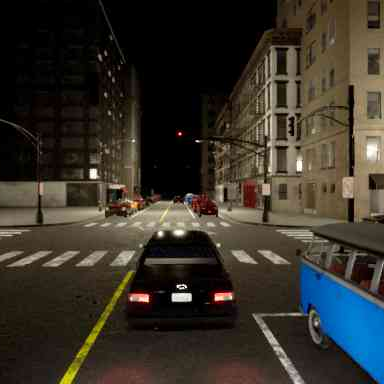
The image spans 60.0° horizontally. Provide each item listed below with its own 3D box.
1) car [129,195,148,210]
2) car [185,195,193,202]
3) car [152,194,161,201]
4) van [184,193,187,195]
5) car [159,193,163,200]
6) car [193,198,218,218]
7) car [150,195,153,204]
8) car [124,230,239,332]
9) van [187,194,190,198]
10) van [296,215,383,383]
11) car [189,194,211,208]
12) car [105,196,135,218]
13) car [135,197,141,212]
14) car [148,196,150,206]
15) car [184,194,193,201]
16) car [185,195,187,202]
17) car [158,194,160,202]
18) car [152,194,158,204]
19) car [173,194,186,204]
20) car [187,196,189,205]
[{"bbox_3d":[-7.094,1.315,41.010,2.192,1.841,5.009,0,0,-2],"label":"car"},{"bbox_3d":[-0.704,1.514,79.355,1.752,1.417,4.829,0,0,-2],"label":"car"},{"bbox_3d":[-8.946,1.427,84.246,1.967,1.590,4.097,0,0,-2],"label":"car"},{"bbox_3d":[-0.465,1.331,73.780,1.690,1.788,3.998,0,0,-2],"label":"van"},{"bbox_3d":[-8.715,1.304,78.842,2.192,1.841,5.009,0,0,-2],"label":"car"},{"bbox_3d":[1.386,1.545,30.544,1.887,1.381,4.507,0,0,-2],"label":"car"},{"bbox_3d":[-7.557,1.564,51.819,1.947,1.339,4.313,0,0,-2],"label":"car"},{"bbox_3d":[-0.256,1.547,7.245,2.033,1.411,5.357,0,0,-2],"label":"car"},{"bbox_3d":[0.461,1.339,52.163,1.690,1.788,3.998,0,0,-2],"label":"van"},{"bbox_3d":[2.537,1.341,3.689,1.690,1.788,3.998,0,0,-2],"label":"van"},{"bbox_3d":[1.155,1.315,35.949,2.192,1.841,5.009,0,0,-2],"label":"car"},{"bbox_3d":[-6.631,1.440,30.201,1.967,1.590,4.097,0,0,-2],"label":"car"},{"bbox_3d":[-6.856,1.526,35.435,1.752,1.417,4.829,0,0,-2],"label":"car"},{"bbox_3d":[-7.319,1.525,46.245,1.752,1.417,4.829,0,0,-2],"label":"car"},{"bbox_3d":[-0.928,1.427,84.589,1.967,1.590,4.097,0,0,-2],"label":"car"},{"bbox_3d":[0.229,1.562,57.567,1.947,1.339,4.313,0,0,-2],"label":"car"},{"bbox_3d":[-8.252,1.558,68.033,1.947,1.339,4.313,0,0,-2],"label":"car"},{"bbox_3d":[-8.020,1.545,62.629,2.008,1.369,4.403,0,0,-2],"label":"car"},{"bbox_3d":[-2.480,1.521,61.340,1.812,1.442,4.674,0,0,-3],"label":"car"},{"bbox_3d":[0.692,1.544,46.758,1.887,1.381,4.507,0,0,-2],"label":"car"}]
